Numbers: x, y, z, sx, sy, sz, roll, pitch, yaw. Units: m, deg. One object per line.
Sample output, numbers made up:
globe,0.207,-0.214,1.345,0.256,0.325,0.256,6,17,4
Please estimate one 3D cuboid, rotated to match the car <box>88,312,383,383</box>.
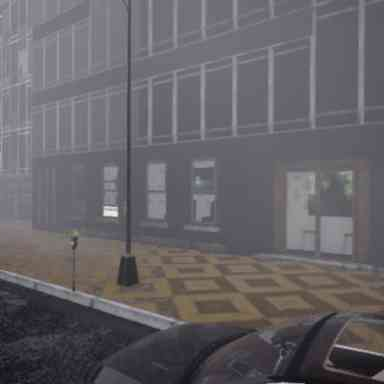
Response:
car,1.089,1.550,2.093,4.403,1.369,2.008,0,0,35
